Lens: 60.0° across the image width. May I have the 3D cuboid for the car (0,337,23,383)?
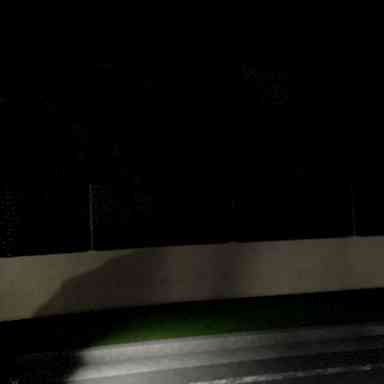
[{"bbox_3d":[-4.089,1.781,2.697,4.892,1.490,1.837,-2,-2,-13],"label":"car"}]
